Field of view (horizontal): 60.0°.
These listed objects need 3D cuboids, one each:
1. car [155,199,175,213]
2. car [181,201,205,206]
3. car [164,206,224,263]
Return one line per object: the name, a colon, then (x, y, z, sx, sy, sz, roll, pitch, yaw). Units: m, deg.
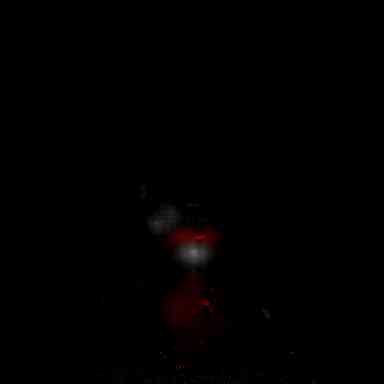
car: (-2.832, 1.468, 36.340, 1.812, 1.442, 4.674, 0, 0, 0)
car: (0.069, 1.487, 27.398, 1.812, 1.442, 4.674, 0, 0, 0)
car: (0.070, 1.491, 11.962, 1.837, 1.490, 4.892, 0, 0, 0)
